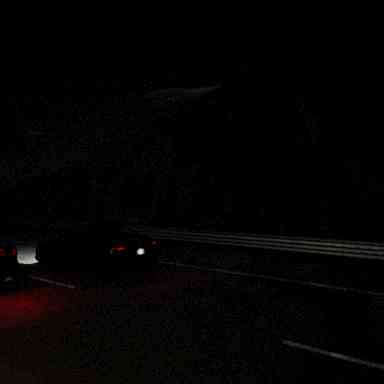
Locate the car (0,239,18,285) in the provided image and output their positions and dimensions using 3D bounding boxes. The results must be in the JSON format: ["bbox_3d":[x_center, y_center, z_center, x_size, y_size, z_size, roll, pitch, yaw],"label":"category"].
[{"bbox_3d":[-6.464,1.586,8.580,5.008,1.535,1.882,-1,0,36],"label":"car"}]

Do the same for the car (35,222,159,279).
[{"bbox_3d":[-3.068,1.655,10.452,4.181,1.385,1.994,-1,0,36],"label":"car"}]
